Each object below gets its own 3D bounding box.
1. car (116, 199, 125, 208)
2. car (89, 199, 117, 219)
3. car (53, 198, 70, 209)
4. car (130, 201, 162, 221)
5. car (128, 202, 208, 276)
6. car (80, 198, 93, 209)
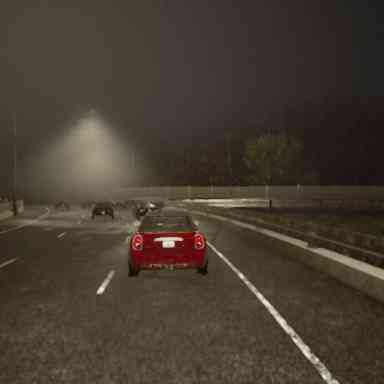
[{"bbox_3d":[-10.993,1.636,47.514,1.895,1.301,4.718,0,0,-25],"label":"car"},{"bbox_3d":[-8.049,1.551,29.971,1.812,1.442,4.674,0,0,-16],"label":"car"},{"bbox_3d":[-18.009,1.579,45.865,1.812,1.442,4.674,0,0,-26],"label":"car"},{"bbox_3d":[-4.145,1.562,29.213,2.033,1.411,5.357,0,0,-16],"label":"car"},{"bbox_3d":[-0.800,1.354,10.577,2.097,1.767,4.553,0,0,-6],"label":"car"},{"bbox_3d":[-14.478,1.570,46.599,1.812,1.442,4.674,0,0,-25],"label":"car"}]
